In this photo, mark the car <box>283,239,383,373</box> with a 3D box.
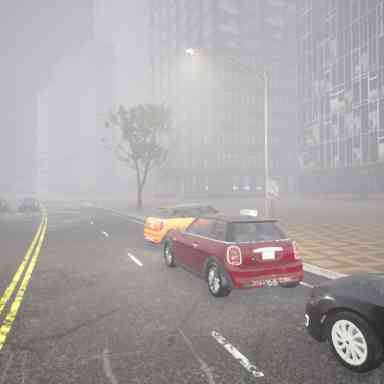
[{"bbox_3d":[3.572,1.505,3.507,1.837,1.490,4.892,0,0,-36],"label":"car"}]

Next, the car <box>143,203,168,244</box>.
[{"bbox_3d":[0.281,1.280,14.394,4.553,1.767,2.097,-3,1,-28],"label":"car"}]

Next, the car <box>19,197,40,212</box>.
[{"bbox_3d":[-19.210,1.393,39.309,2.097,1.767,4.553,0,0,-25],"label":"car"}]

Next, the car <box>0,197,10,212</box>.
[{"bbox_3d":[-22.167,1.390,37.960,2.097,1.767,4.553,0,0,-25],"label":"car"}]

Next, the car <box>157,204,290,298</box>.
[{"bbox_3d":[0.788,1.355,8.946,2.097,1.767,4.553,0,0,-23],"label":"car"}]
